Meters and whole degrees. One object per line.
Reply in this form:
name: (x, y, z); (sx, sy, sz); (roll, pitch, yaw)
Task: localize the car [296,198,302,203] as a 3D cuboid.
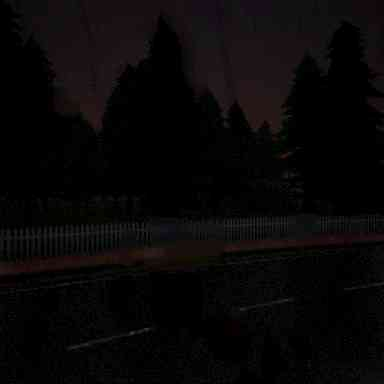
car: (20.862, 1.548, 61.759); (2.128, 1.511, 4.902); (0, 0, -3)
